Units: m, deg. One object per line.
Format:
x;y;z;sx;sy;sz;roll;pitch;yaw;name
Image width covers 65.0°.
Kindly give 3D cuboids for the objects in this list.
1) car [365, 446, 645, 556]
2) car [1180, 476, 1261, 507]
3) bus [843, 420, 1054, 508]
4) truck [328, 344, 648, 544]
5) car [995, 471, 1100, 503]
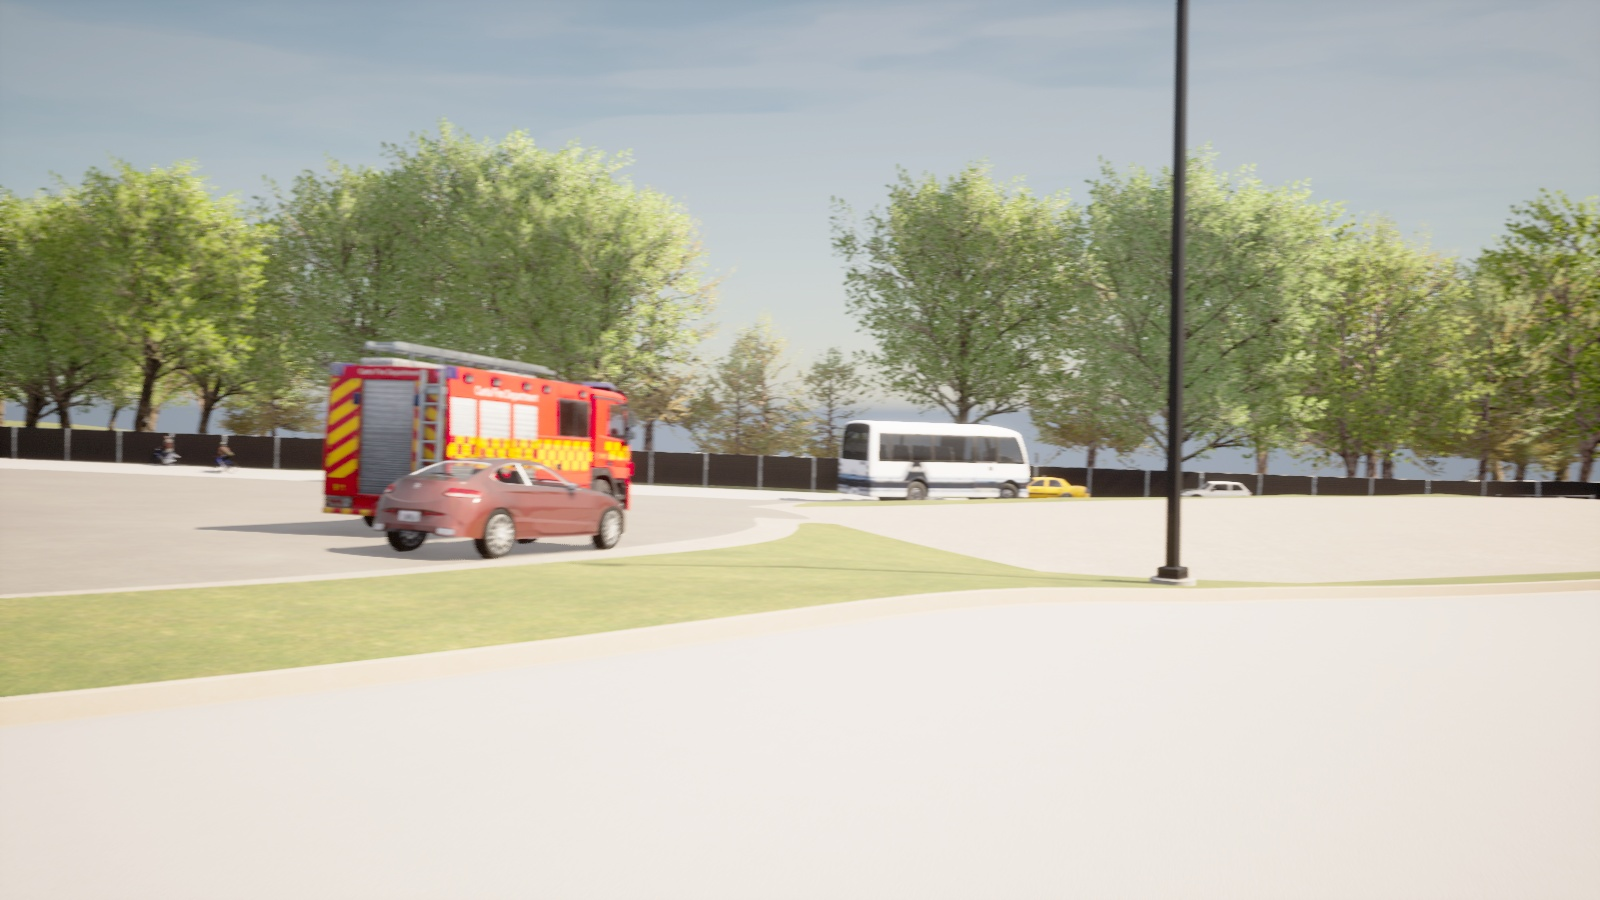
-5.033;0.853;22.283;2.152;1.651;5.027;2;-1;25;car
23.157;2.268;69.249;3.806;1.475;1.970;1;2;5;car
7.750;0.696;65.224;10.273;4.253;3.944;1;2;-27;bus
-6.630;-0.072;28.540;2.891;3.827;8.468;2;-1;18;truck
13.680;2.050;69.447;5.366;1.575;1.801;1;2;-5;car
